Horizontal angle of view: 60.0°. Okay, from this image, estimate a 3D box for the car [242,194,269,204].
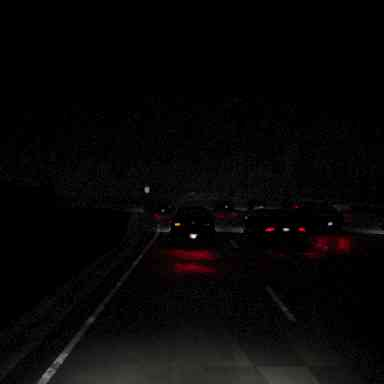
[{"bbox_3d":[7.098,1.332,36.118,2.128,1.511,4.902,0,0,0],"label":"car"}]

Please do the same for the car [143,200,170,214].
[{"bbox_3d":[-3.570,1.451,33.528,1.895,1.301,4.718,0,0,-21],"label":"car"}]

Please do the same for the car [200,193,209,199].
[{"bbox_3d":[3.496,1.122,90.455,2.128,1.511,4.902,0,0,0],"label":"car"}]

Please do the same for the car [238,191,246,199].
[{"bbox_3d":[13.996,1.097,90.455,1.837,1.490,4.892,0,0,0],"label":"car"}]

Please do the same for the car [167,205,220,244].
[{"bbox_3d":[-0.005,1.436,15.433,1.837,1.490,4.892,0,1,-2],"label":"car"}]

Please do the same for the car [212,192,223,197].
[{"bbox_3d":[6.996,1.149,90.872,1.994,1.385,4.181,0,0,0],"label":"car"}]

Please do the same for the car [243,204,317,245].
[{"bbox_3d":[3.601,1.480,15.209,2.033,1.411,5.357,0,0,0],"label":"car"}]

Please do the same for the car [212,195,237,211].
[{"bbox_3d":[3.599,1.362,37.177,1.812,1.442,4.674,0,0,0],"label":"car"}]

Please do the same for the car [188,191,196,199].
[{"bbox_3d":[-0.004,1.122,90.455,2.128,1.511,4.902,0,0,0],"label":"car"}]

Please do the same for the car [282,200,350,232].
[{"bbox_3d":[7.099,1.406,19.479,2.128,1.511,4.902,0,0,0],"label":"car"}]

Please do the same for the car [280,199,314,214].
[{"bbox_3d":[10.598,1.452,33.926,1.895,1.301,4.718,0,0,0],"label":"car"}]

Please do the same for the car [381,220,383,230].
[{"bbox_3d":[10.599,1.484,14.572,2.033,1.411,5.357,0,0,0],"label":"car"}]

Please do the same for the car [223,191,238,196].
[{"bbox_3d":[10.496,0.822,90.484,2.150,2.045,5.566,0,0,0],"label":"car"}]
